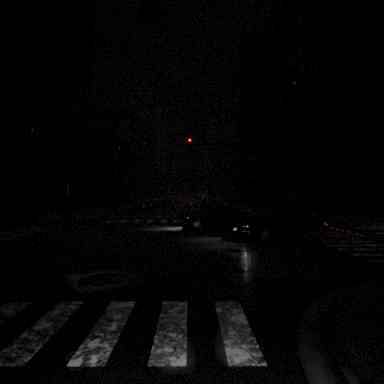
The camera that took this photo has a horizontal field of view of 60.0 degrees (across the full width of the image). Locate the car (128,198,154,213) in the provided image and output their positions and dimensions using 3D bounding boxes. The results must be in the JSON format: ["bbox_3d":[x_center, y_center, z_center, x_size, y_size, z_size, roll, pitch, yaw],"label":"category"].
[{"bbox_3d":[-5.677,1.465,36.106,1.967,1.590,4.097,0,0,0],"label":"car"}]

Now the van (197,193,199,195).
[{"bbox_3d":[2.400,1.424,69.158,1.690,1.788,3.998,0,0,0],"label":"van"}]

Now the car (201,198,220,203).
[{"bbox_3d":[2.348,1.591,36.093,1.947,1.339,4.313,0,0,0],"label":"car"}]

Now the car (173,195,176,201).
[{"bbox_3d":[-5.608,1.661,80.192,2.008,1.369,4.403,0,0,0],"label":"car"}]

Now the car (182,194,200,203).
[{"bbox_3d":[-0.173,1.522,50.348,1.882,1.535,5.008,0,0,0],"label":"car"}]

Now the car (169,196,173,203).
[{"bbox_3d":[-5.625,1.523,69.170,1.967,1.590,4.097,0,0,0],"label":"car"}]

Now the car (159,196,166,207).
[{"bbox_3d":[-5.651,1.630,52.638,1.802,1.307,4.206,0,0,0],"label":"car"}]

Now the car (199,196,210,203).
[{"bbox_3d":[2.365,1.621,47.115,1.802,1.307,4.206,0,0,0],"label":"car"}]

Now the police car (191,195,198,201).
[{"bbox_3d":[0.621,1.561,90.173,1.930,1.638,5.238,0,0,0],"label":"police car"}]

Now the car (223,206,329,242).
[{"bbox_3d":[4.255,1.484,16.081,4.892,1.490,1.837,0,-2,-19],"label":"car"}]

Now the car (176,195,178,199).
[{"bbox_3d":[-5.590,1.682,91.214,1.887,1.381,4.507,0,0,0],"label":"car"}]

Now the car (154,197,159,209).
[{"bbox_3d":[-5.668,1.472,41.617,1.967,1.590,4.097,0,0,0],"label":"car"}]

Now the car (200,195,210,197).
[{"bbox_3d":[2.374,1.614,52.626,1.947,1.339,4.313,0,0,0],"label":"car"}]

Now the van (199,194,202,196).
[{"bbox_3d":[2.382,1.400,58.137,1.690,1.788,3.998,0,0,0],"label":"van"}]

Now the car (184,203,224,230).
[{"bbox_3d":[1.562,1.571,20.563,4.181,1.385,1.994,0,0,0],"label":"car"}]

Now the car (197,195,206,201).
[{"bbox_3d":[2.426,1.564,85.690,1.967,1.590,4.097,0,0,0],"label":"car"}]

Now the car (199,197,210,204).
[{"bbox_3d":[2.391,1.621,63.647,2.008,1.369,4.403,0,0,0],"label":"car"}]

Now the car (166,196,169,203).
[{"bbox_3d":[-5.642,1.609,58.149,2.008,1.369,4.403,0,0,0],"label":"car"}]
